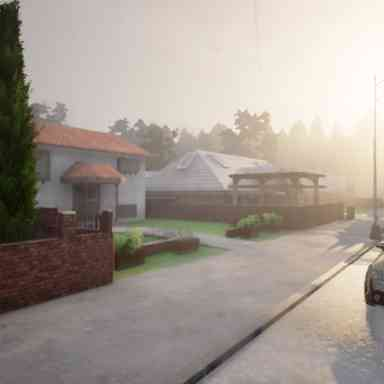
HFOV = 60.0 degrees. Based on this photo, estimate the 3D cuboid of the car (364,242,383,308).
[{"bbox_3d":[5.045,1.551,7.042,1.994,1.385,4.181,0,0,37],"label":"car"}]
